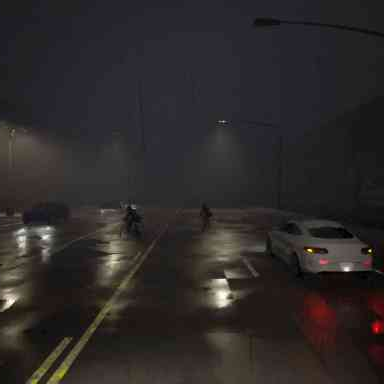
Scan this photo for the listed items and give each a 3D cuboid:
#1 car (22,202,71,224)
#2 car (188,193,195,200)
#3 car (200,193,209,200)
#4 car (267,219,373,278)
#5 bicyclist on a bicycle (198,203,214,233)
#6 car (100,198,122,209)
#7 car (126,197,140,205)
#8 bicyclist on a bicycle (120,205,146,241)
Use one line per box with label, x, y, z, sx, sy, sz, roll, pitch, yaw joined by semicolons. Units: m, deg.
car;-10.656;1.477;24.669;1.882;1.535;5.008;0;0;0
car;-0.198;1.248;86.320;2.033;1.411;5.357;0;1;0
car;3.303;1.222;85.804;1.837;1.490;4.892;0;1;0
car;3.577;1.525;10.008;1.812;1.442;4.674;0;0;0
bicyclist on a bicycle;0.745;1.455;18.325;0.582;1.620;1.656;0;-2;-31
car;-10.698;1.547;44.408;2.033;1.411;5.357;0;0;0
car;-10.704;1.598;60.210;1.895;1.301;4.718;0;0;0
bicyclist on a bicycle;-2.797;1.455;15.518;1.656;1.620;0.582;-3;-1;33
